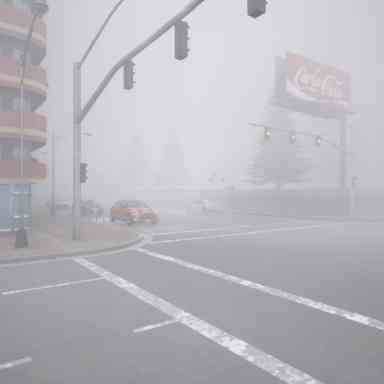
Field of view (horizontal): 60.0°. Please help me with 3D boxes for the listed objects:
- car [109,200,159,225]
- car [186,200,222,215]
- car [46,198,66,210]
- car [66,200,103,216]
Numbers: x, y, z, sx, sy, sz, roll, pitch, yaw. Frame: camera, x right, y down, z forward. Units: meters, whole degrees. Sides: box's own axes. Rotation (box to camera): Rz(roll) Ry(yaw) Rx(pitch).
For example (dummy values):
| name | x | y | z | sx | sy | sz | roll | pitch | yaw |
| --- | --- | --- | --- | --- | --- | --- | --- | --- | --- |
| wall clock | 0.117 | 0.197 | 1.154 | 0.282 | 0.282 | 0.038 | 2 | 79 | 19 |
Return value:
| name | x | y | z | sx | sy | sz | roll | pitch | yaw |
| --- | --- | --- | --- | --- | --- | --- | --- | --- | --- |
| car | -4.234 | 1.352 | 23.949 | 2.097 | 1.767 | 4.553 | 0 | 0 | -36 |
| car | 1.239 | 1.525 | 34.640 | 1.812 | 1.442 | 4.674 | 0 | 0 | -36 |
| car | -16.627 | 1.478 | 41.095 | 1.882 | 1.535 | 5.008 | 0 | 0 | -36 |
| car | -10.161 | 1.491 | 32.139 | 2.128 | 1.511 | 4.902 | 0 | 0 | -36 |
